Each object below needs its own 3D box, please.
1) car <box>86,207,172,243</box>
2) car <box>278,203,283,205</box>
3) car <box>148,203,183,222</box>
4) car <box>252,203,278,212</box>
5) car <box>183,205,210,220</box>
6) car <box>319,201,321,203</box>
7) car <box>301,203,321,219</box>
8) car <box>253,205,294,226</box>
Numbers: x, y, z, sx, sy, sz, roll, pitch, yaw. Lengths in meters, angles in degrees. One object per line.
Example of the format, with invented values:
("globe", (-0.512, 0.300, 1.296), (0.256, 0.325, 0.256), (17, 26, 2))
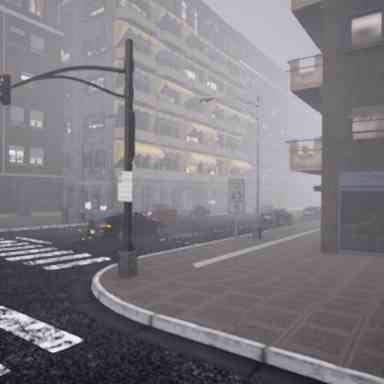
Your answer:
("car", (-3.323, 1.723, 17.378), (1.812, 1.442, 4.674), (0, -1, 34))
("car", (13.058, 2.314, 51.109), (1.752, 1.417, 4.829), (0, -1, 35))
("car", (-2.974, 1.732, 27.910), (1.967, 1.590, 4.097), (0, -1, 35))
("car", (9.928, 2.236, 46.580), (1.887, 1.381, 4.507), (0, -1, 35))
("car", (0.251, 1.974, 32.575), (1.802, 1.307, 4.206), (0, -1, 35))
("car", (29.252, 2.730, 74.615), (1.967, 1.590, 4.097), (0, -1, 35))
("car", (13.542, 2.246, 37.184), (1.947, 1.339, 4.313), (-1, -1, 35))
("car", (7.089, 2.046, 27.848), (1.947, 1.339, 4.313), (-1, -1, 35))
